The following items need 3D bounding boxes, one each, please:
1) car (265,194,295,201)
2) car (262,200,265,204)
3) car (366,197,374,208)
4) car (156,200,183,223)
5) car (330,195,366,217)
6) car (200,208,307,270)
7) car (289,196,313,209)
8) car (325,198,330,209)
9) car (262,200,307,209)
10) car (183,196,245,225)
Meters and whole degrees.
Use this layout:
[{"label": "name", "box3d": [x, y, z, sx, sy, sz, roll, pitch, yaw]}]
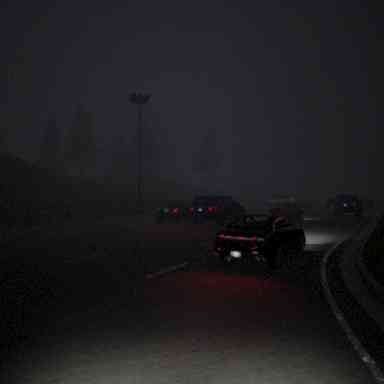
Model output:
[{"label": "car", "box3d": [13.030, 1.328, 48.878, 2.150, 2.045, 5.566, 0, 0, 31]}, {"label": "car", "box3d": [13.262, 1.686, 55.986, 1.994, 1.385, 4.181, 0, 0, 31]}, {"label": "car", "box3d": [26.226, 1.467, 50.365, 2.097, 1.767, 4.553, 0, 0, 31]}, {"label": "car", "box3d": [-0.780, 1.406, 26.186, 2.097, 1.767, 4.553, 0, 0, 31]}, {"label": "car", "box3d": [15.299, 1.296, 32.408, 2.150, 2.045, 5.566, 0, 0, 31]}, {"label": "car", "box3d": [2.486, 1.516, 11.355, 2.128, 1.511, 4.902, 0, 0, 31]}, {"label": "car", "box3d": [15.215, 1.627, 45.736, 1.812, 1.442, 4.674, 0, 0, 31]}, {"label": "car", "box3d": [20.045, 1.610, 46.939, 1.837, 1.490, 4.892, 0, 0, 31]}, {"label": "car", "box3d": [7.373, 1.583, 26.118, 1.812, 1.442, 4.674, 0, 0, 31]}, {"label": "car", "box3d": [1.945, 1.272, 23.930, 2.150, 2.045, 5.566, 0, 0, 31]}]
